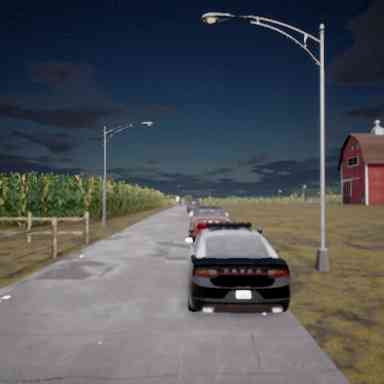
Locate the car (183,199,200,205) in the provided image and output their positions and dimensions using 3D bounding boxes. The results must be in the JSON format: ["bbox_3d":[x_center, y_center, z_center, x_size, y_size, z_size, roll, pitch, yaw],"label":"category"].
[{"bbox_3d":[0.233,2.047,45.388,2.128,1.511,4.902,0,-1,1],"label":"car"}]

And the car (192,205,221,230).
[{"bbox_3d":[0.940,1.765,23.942,1.837,1.490,4.892,0,-1,0],"label":"car"}]

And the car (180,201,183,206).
[{"bbox_3d":[-2.306,3.081,90.068,2.128,1.511,4.902,0,-2,0],"label":"car"}]

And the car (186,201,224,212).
[{"bbox_3d":[0.909,1.544,17.912,2.097,1.767,4.553,0,-1,0],"label":"car"}]

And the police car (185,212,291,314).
[{"bbox_3d":[0.861,1.511,8.050,1.930,1.638,5.238,0,-1,0],"label":"police car"}]
